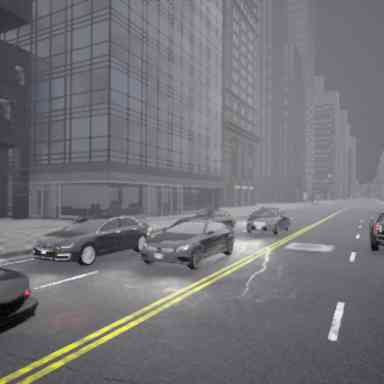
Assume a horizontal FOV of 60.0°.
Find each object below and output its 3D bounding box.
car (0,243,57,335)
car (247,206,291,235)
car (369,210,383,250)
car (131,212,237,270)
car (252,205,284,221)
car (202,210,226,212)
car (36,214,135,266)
[{"bbox_3d":[-4.355,1.549,3.408,2.033,1.411,5.357,1,0,28],"label":"car"},{"bbox_3d":[4.945,1.771,21.007,2.128,1.511,4.902,0,-1,28],"label":"car"},{"bbox_3d":[9.328,1.604,15.200,2.097,1.767,4.553,0,-1,28],"label":"car"},{"bbox_3d":[0.105,1.660,11.880,1.812,1.442,4.674,0,-1,28],"label":"car"},{"bbox_3d":[7.599,2.036,32.836,1.895,1.301,4.718,0,-1,28],"label":"car"},{"bbox_3d":[1.290,1.811,21.026,1.994,1.385,4.181,0,-1,29],"label":"car"},{"bbox_3d":[-3.373,1.613,12.262,1.837,1.490,4.892,0,-1,28],"label":"car"}]
